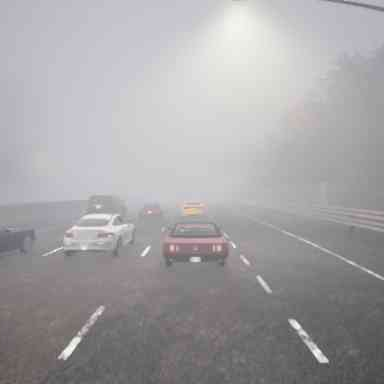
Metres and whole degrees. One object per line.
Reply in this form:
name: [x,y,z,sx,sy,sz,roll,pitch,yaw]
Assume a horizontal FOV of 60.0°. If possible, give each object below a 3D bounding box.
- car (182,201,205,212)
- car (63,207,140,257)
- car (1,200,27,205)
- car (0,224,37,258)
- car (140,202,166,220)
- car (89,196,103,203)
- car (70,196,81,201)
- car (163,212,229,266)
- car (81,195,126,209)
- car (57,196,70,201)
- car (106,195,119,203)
car: [0.102,1.498,29.645,1.882,1.535,5.008,0,0,0]
car: [-3.398,1.531,12.795,1.812,1.442,4.674,0,0,0]
car: [-17.592,1.548,32.848,1.812,1.442,4.674,0,0,0]
car: [-6.898,1.604,10.656,1.895,1.301,4.718,0,0,0]
car: [-3.398,1.583,28.715,1.994,1.385,4.181,0,0,0]
car: [-21.000,1.562,73.027,1.812,1.442,4.674,0,0,0]
car: [-24.500,1.511,73.443,1.882,1.535,5.008,0,0,0]
car: [0.103,1.605,11.547,1.895,1.301,4.718,0,0,0]
car: [-6.904,1.239,27.231,2.150,2.045,5.566,0,0,0]
car: [-28.000,1.628,73.413,1.895,1.301,4.718,0,0,0]
car: [-17.500,1.512,73.444,1.882,1.535,5.008,0,0,0]
